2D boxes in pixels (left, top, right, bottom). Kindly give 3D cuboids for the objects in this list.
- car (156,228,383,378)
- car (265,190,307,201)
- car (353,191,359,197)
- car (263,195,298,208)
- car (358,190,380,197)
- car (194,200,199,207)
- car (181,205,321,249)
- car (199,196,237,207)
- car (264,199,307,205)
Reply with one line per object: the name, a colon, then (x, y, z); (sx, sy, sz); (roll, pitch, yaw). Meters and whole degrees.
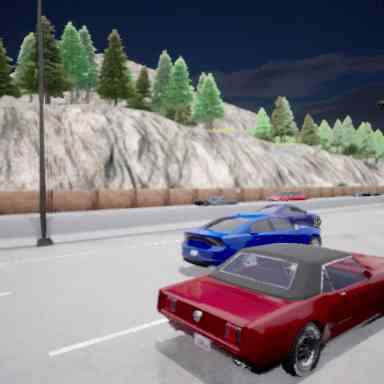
car: (1.881, 1.531, 5.468); (4.718, 1.301, 1.895); (-1, 1, -38)
car: (10.024, 0.792, 35.355); (5.566, 2.045, 2.150); (-1, 0, -40)
car: (36.401, 0.408, 71.461); (4.902, 1.511, 2.128); (-1, 1, -40)
car: (10.853, 1.078, 40.649); (4.181, 1.385, 1.994); (-1, 1, -40)
car: (35.577, 0.535, 66.163); (4.718, 1.301, 1.895); (-1, 1, -40)
car: (2.492, 1.222, 42.730); (4.718, 1.301, 1.895); (-1, 1, -40)
car: (1.976, 1.370, 10.055); (5.008, 1.535, 1.882); (-1, 1, -39)
car: (3.372, 1.203, 38.883); (4.181, 1.385, 1.994); (-1, 1, -40)
car: (4.627, 1.324, 16.766); (4.674, 1.442, 1.812); (-1, 1, -40)
